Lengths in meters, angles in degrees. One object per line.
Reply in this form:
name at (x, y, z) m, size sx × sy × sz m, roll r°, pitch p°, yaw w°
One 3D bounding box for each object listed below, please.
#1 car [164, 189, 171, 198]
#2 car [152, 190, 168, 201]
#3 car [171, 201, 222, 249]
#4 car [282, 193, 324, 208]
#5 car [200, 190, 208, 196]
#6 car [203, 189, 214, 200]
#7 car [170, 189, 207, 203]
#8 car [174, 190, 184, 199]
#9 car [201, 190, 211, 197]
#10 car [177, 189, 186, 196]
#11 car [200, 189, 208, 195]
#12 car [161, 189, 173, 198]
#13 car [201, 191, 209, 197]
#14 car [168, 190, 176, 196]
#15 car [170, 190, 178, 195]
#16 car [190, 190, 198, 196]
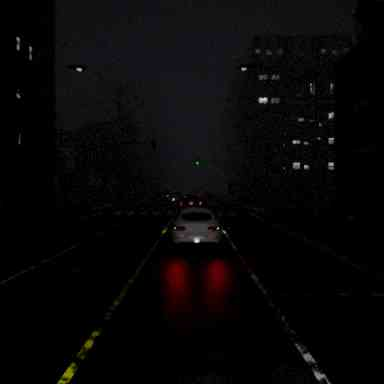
car at (-5.303, 0.577, 64.572) m, size 1.752 × 1.417 × 4.829 m, roll 0°, pitch 1°, yaw 0°
car at (-5.369, 0.773, 53.482) m, size 1.947 × 1.339 × 4.313 m, roll 0°, pitch 1°, yaw 0°
car at (0.181, 1.319, 13.291) m, size 1.812 × 1.442 × 4.674 m, roll 0°, pitch 1°, yaw 1°
car at (13.711, 0.979, 41.048) m, size 5.009 × 1.841 × 2.192 m, roll 1°, pitch 0°, yaw 0°
car at (3.211, 0.290, 87.210) m, size 1.887 × 1.381 × 4.507 m, roll 0°, pitch 1°, yaw 0°
car at (3.044, 0.672, 59.062) m, size 1.887 × 1.381 × 4.507 m, roll 0°, pitch 1°, yaw 0°
car at (-0.408, 0.916, 28.578) m, size 2.097 × 1.767 × 4.553 m, roll 0°, pitch 1°, yaw -9°
car at (-2.604, 0.490, 67.421) m, size 1.882 × 1.535 × 5.008 m, roll 0°, pitch 1°, yaw 1°
car at (3.145, 0.335, 75.950) m, size 1.967 × 1.590 × 4.097 m, roll 0°, pitch 1°, yaw 0°
car at (-2.506, 0.148, 82.956) m, size 2.097 × 1.767 × 4.553 m, roll 0°, pitch 1°, yaw 0°
car at (3.245, -0.014, 92.836) m, size 2.192 × 1.841 × 5.009 m, roll 0°, pitch 1°, yaw 0°
car at (-5.269, 0.287, 70.368) m, size 2.192 × 1.841 × 5.009 m, roll 0°, pitch 1°, yaw 0°
car at (3.177, 0.371, 81.581) m, size 2.008 × 1.369 × 4.403 m, roll 0°, pitch 1°, yaw 0°
car at (-5.169, 0.186, 87.259) m, size 1.967 × 1.590 × 4.097 m, roll 0°, pitch 1°, yaw 0°
car at (-5.135, 0.112, 92.888) m, size 1.967 × 1.590 × 4.097 m, roll 0°, pitch 1°, yaw 0°
car at (0.491, 0.305, 82.542) m, size 1.837 × 1.490 × 4.892 m, roll 0°, pitch 1°, yaw 0°
